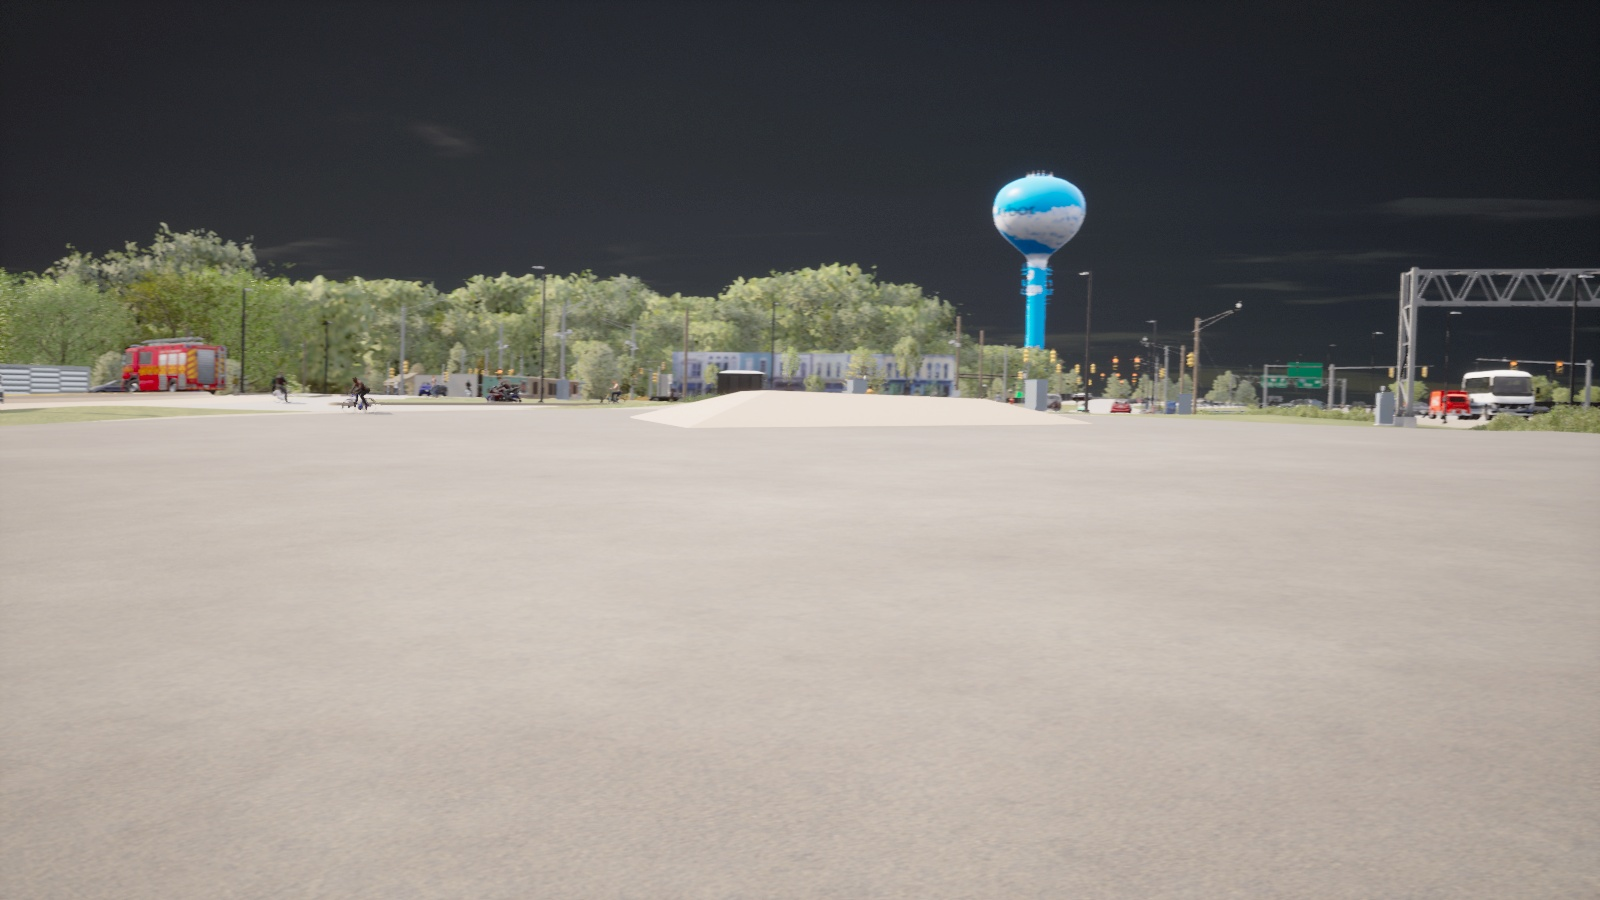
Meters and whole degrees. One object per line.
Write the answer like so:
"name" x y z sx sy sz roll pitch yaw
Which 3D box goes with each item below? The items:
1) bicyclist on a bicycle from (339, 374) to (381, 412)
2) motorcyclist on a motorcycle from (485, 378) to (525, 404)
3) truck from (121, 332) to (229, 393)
"bicyclist on a bicycle" -19.101 -2.494 54.506 0.582 1.620 1.656 5 6 40
"motorcyclist on a motorcycle" -18.234 -3.612 77.554 2.191 1.530 0.866 2 1 8
"truck" -42.624 -5.867 85.521 8.468 3.827 2.891 1 1 35
